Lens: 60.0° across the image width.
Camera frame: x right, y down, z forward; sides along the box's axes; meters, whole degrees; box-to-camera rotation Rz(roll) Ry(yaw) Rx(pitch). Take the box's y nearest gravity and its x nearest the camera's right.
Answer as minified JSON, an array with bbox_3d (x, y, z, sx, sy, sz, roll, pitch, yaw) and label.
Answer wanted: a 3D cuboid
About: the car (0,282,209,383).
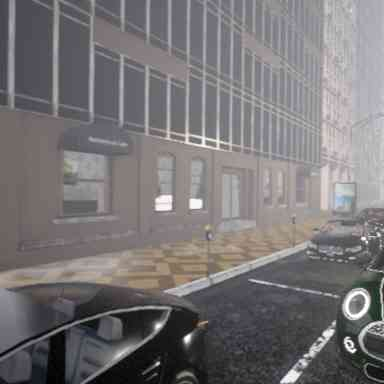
[{"bbox_3d":[-1.550,1.533,2.370,1.947,1.339,4.313,1,0,37],"label":"car"}]

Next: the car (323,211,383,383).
[{"bbox_3d":[3.762,1.376,5.042,2.097,1.767,4.553,1,0,37],"label":"car"}]

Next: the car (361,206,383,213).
[{"bbox_3d":[8.751,1.490,15.826,1.967,1.590,4.097,1,0,37],"label":"car"}]

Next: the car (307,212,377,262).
[{"bbox_3d":[5.317,1.572,11.340,2.008,1.369,4.403,1,0,37],"label":"car"}]

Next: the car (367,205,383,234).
[{"bbox_3d":[12.080,1.603,20.176,1.752,1.417,4.829,1,0,37],"label":"car"}]
